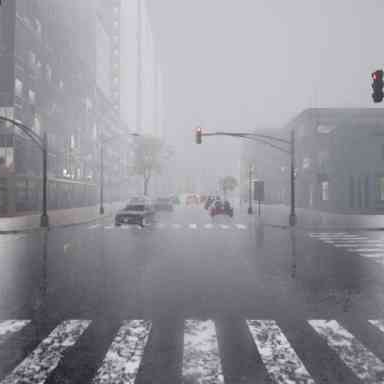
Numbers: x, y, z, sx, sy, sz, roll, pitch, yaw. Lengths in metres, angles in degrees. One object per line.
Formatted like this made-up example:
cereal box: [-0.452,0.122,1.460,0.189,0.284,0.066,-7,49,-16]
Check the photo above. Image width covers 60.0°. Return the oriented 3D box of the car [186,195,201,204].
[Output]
car: [0.043,1.357,62.401,2.097,1.767,4.553,0,0,0]

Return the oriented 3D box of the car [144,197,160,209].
car: [-5.720,1.530,47.851,1.752,1.417,4.829,1,0,0]

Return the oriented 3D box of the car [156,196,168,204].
car: [-5.737,1.571,65.043,1.947,1.339,4.313,1,0,0]

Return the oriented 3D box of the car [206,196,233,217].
car: [2.677,1.444,31.045,1.967,1.590,4.097,1,0,0]

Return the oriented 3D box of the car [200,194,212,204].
car: [2.648,1.320,65.089,2.192,1.841,5.009,1,0,0]

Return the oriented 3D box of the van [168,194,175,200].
van: [-5.758,1.347,93.413,1.690,1.788,3.998,1,0,0]

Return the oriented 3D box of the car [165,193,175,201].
car: [-5.753,1.321,87.739,2.192,1.841,5.009,1,0,0]

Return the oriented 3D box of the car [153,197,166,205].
car: [-5.732,1.587,59.369,1.802,1.307,4.206,1,0,0]

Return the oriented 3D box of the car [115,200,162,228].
car: [-3.665,1.509,22.509,1.837,1.490,4.892,0,0,8]

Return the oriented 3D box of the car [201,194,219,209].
car: [2.669,1.320,42.393,2.192,1.841,5.009,1,0,0]

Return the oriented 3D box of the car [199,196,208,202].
car: [2.633,1.571,76.437,1.947,1.339,4.313,1,0,0]

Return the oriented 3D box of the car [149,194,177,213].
car: [-3.132,1.356,36.782,2.097,1.767,4.553,0,0,0]

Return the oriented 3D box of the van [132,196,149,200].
van: [-5.707,1.345,36.673,1.690,1.788,3.998,1,0,0]

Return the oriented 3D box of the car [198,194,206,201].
car: [2.624,1.446,87.785,1.967,1.590,4.097,1,0,0]

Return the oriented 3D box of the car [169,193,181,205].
car: [-3.106,1.356,58.576,2.097,1.767,4.553,0,0,0]

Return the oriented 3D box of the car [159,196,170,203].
car: [-5.742,1.571,70.717,1.947,1.339,4.313,1,0,0]
